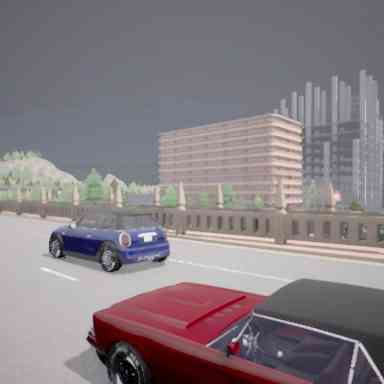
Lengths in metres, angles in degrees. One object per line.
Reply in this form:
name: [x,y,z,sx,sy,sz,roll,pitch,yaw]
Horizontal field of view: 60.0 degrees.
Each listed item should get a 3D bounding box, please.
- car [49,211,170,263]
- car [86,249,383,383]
car: [-2.902,1.401,11.184,4.553,1.767,2.097,0,0,41]
car: [1.048,1.620,3.354,4.718,1.301,1.895,0,0,37]
